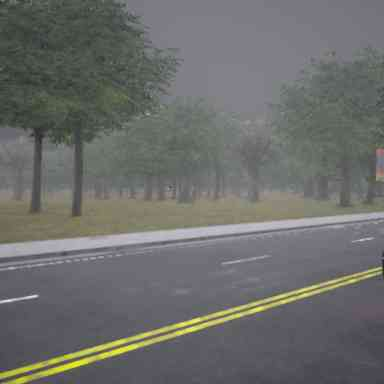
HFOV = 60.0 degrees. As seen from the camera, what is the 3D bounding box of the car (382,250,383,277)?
[{"bbox_3d":[6.475,1.451,8.087,4.892,1.490,1.837,0,0,-36],"label":"car"}]
